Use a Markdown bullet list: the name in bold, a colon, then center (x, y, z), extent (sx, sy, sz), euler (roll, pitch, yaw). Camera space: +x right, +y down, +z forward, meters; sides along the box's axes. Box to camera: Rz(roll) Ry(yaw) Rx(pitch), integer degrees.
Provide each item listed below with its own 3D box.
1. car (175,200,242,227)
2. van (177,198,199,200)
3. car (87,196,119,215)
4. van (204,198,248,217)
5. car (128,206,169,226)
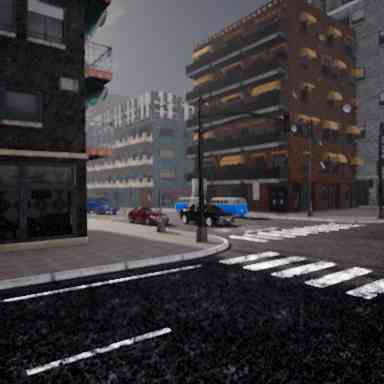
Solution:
- **car**: center (0.988, 1.584, 23.799), extent (1.837, 1.490, 4.892), euler (-1, 1, -36)
- **van**: center (-0.201, 1.469, 34.794), extent (1.690, 1.788, 3.998), euler (-2, 0, -38)
- **car**: center (-10.610, 1.552, 38.846), extent (2.150, 2.045, 5.566), euler (-1, 0, -38)
- **van**: center (3.217, 1.396, 30.356), extent (1.690, 1.788, 3.998), euler (-2, 0, -38)
- **car**: center (-3.405, 1.750, 25.286), extent (1.802, 1.307, 4.206), euler (-2, 0, -38)
